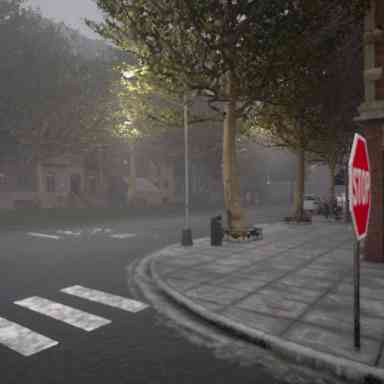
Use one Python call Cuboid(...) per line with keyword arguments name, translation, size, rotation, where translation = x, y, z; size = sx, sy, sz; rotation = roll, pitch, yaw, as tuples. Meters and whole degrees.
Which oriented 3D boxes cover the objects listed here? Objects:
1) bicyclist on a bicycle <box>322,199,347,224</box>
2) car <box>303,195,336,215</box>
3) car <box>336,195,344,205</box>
Cuboid(name="bicyclist on a bicycle", translation=(9.682, 1.334, 22.700), size=(1.656, 1.620, 0.582), rotation=(-1, 0, 36))
Cuboid(name="car", translation=(13.132, 1.292, 35.528), size=(2.435, 2.045, 5.566), rotation=(0, 0, 36))
Cuboid(name="car", translation=(22.121, 1.539, 46.749), size=(2.231, 1.521, 4.892), rotation=(0, 0, 36))
